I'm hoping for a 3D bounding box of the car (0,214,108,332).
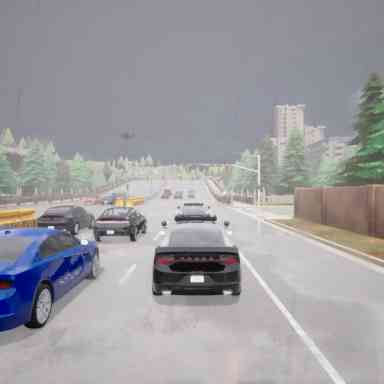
[{"bbox_3d":[-3.403,1.478,6.974,1.882,1.535,5.008,0,0,0],"label":"car"}]

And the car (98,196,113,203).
[{"bbox_3d":[-17.524,1.553,67.510,1.994,1.385,4.181,0,0,0],"label":"car"}]

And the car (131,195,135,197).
[{"bbox_3d":[-14.063,1.449,75.689,1.882,1.535,5.008,0,0,0],"label":"car"}]

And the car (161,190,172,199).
[{"bbox_3d":[-7.138,1.071,88.486,1.994,1.385,4.181,0,4,0],"label":"car"}]

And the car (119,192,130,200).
[{"bbox_3d":[-17.629,0.958,86.972,2.097,1.767,4.553,0,2,0],"label":"car"}]

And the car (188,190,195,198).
[{"bbox_3d":[-0.154,0.931,91.272,1.895,1.301,4.718,0,4,0],"label":"car"}]

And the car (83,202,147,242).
[{"bbox_3d":[-3.415,1.492,16.480,2.128,1.511,4.902,0,0,1],"label":"car"}]

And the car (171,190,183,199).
[{"bbox_3d":[-3.635,0.903,88.063,2.097,1.767,4.553,0,3,0],"label":"car"}]

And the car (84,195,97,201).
[{"bbox_3d":[-17.589,1.352,58.974,2.097,1.767,4.553,0,0,0],"label":"car"}]

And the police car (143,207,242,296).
[{"bbox_3d":[0.097,1.425,8.820,1.930,1.638,5.238,0,0,0],"label":"police car"}]

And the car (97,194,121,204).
[{"bbox_3d":[-14.077,1.491,56.788,2.128,1.511,4.902,0,0,-1],"label":"car"}]

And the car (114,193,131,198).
[{"bbox_3d":[-14.042,1.478,66.248,1.882,1.535,5.008,0,0,1],"label":"car"}]

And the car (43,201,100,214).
[{"bbox_3d":[-6.906,1.505,18.682,1.837,1.490,4.892,0,0,0],"label":"car"}]

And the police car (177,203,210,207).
[{"bbox_3d":[0.092,1.425,18.723,1.930,1.638,5.238,0,0,0],"label":"police car"}]
